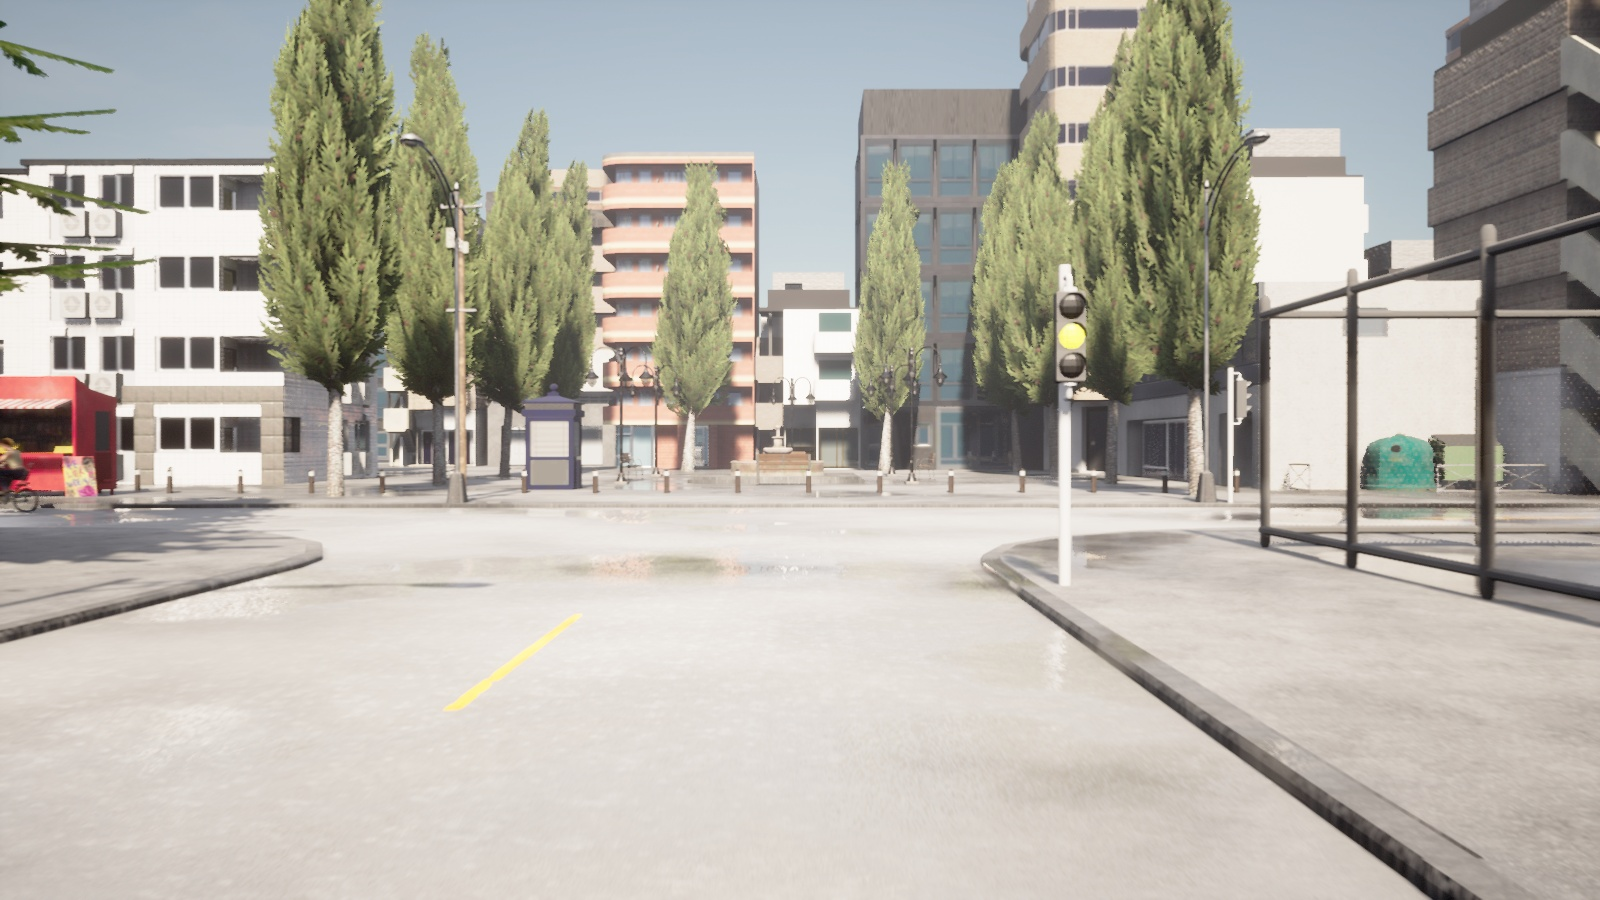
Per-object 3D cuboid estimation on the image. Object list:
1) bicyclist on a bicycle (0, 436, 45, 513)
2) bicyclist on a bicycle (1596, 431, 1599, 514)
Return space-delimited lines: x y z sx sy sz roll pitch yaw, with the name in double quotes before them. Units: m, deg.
"bicyclist on a bicycle" -17.076 0.519 26.722 1.509 1.612 0.866 0 0 0
"bicyclist on a bicycle" 17.983 0.482 26.557 1.843 1.776 0.659 0 0 0
